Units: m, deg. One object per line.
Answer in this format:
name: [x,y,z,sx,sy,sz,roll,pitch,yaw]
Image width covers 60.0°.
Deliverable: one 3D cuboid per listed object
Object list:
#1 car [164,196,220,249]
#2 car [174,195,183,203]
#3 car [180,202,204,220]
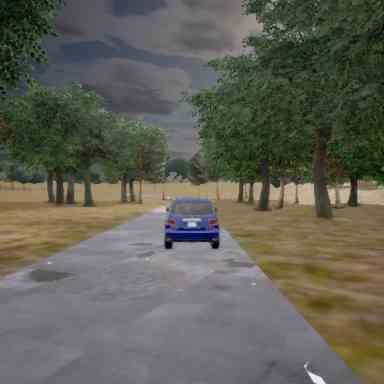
car: [0.000,1.264,14.695,2.150,2.045,5.566,0,0,0]
car: [-2.999,1.575,75.990,1.882,1.535,5.008,0,0,0]
car: [0.001,1.616,29.686,1.994,1.385,4.181,0,0,0]
